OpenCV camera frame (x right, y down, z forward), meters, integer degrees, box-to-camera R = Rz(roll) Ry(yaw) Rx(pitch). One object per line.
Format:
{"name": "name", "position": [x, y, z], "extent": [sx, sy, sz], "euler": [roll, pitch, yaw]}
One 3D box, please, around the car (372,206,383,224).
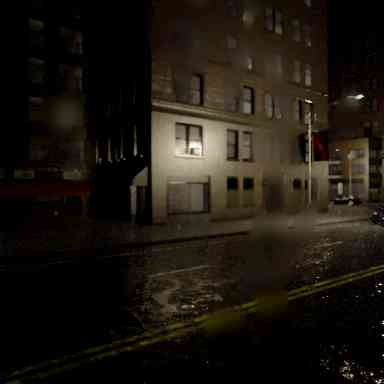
{"name": "car", "position": [13.283, 1.352, 21.157], "extent": [4.181, 1.385, 1.994], "euler": [-1, 0, -35]}

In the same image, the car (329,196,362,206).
{"name": "car", "position": [21.209, 1.180, 46.014], "extent": [1.947, 1.339, 4.313], "euler": [0, 0, -35]}
